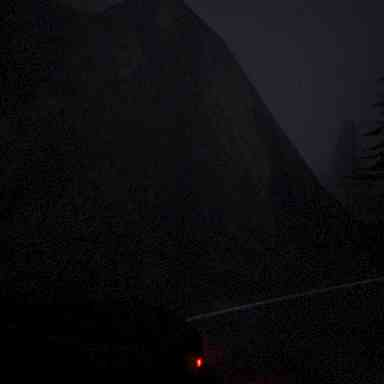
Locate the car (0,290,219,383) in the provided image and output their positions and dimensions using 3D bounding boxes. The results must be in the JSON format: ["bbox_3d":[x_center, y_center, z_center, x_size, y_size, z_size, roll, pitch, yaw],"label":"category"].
[{"bbox_3d":[-2.336,1.547,2.191,5.357,1.411,2.033,0,0,-35],"label":"car"}]
